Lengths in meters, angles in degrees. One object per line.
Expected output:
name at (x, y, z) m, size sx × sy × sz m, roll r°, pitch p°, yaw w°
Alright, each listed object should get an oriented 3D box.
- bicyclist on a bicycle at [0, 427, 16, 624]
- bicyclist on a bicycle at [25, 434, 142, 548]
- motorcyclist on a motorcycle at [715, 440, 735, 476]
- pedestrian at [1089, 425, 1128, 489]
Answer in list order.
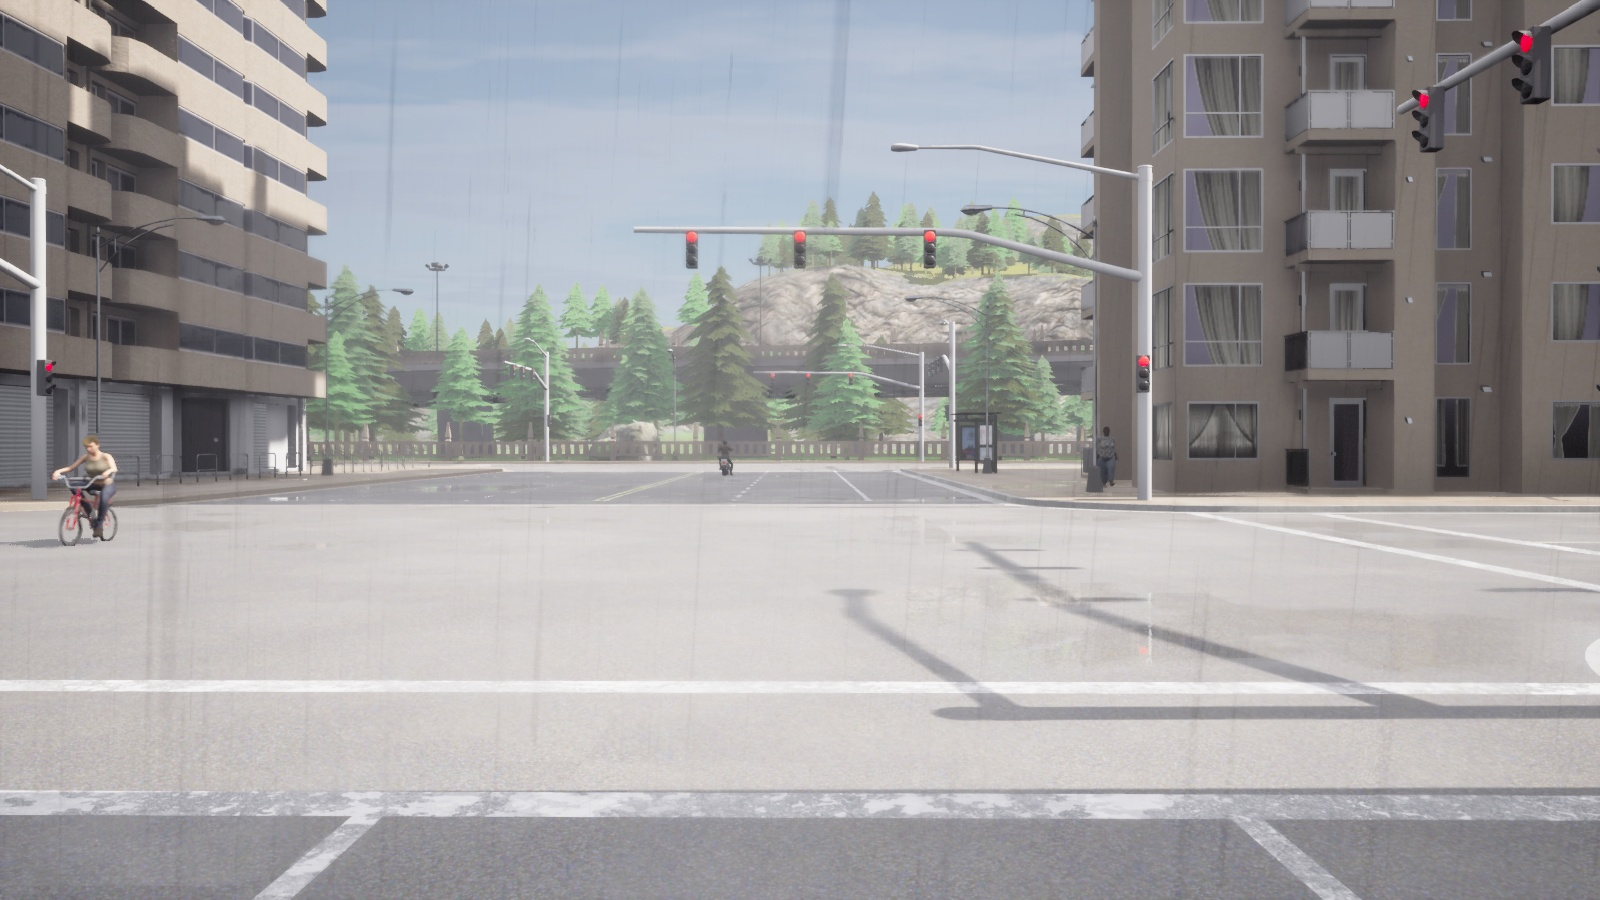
bicyclist on a bicycle at (-6.981, 0.622, 9.737) m, size 0.866 × 1.612 × 1.509 m, roll 0°, pitch 0°, yaw 0°
bicyclist on a bicycle at (-10.474, 0.571, 18.421) m, size 0.866 × 1.612 × 1.509 m, roll 0°, pitch 0°, yaw 0°
motorcyclist on a motorcycle at (-3.437, 0.367, 57.900) m, size 0.766 × 1.649 × 2.350 m, roll 0°, pitch 0°, yaw 0°
pedestrian at (9.019, 0.205, 36.758) m, size 0.874 × 1.855 × 0.900 m, roll 0°, pitch 0°, yaw -4°
